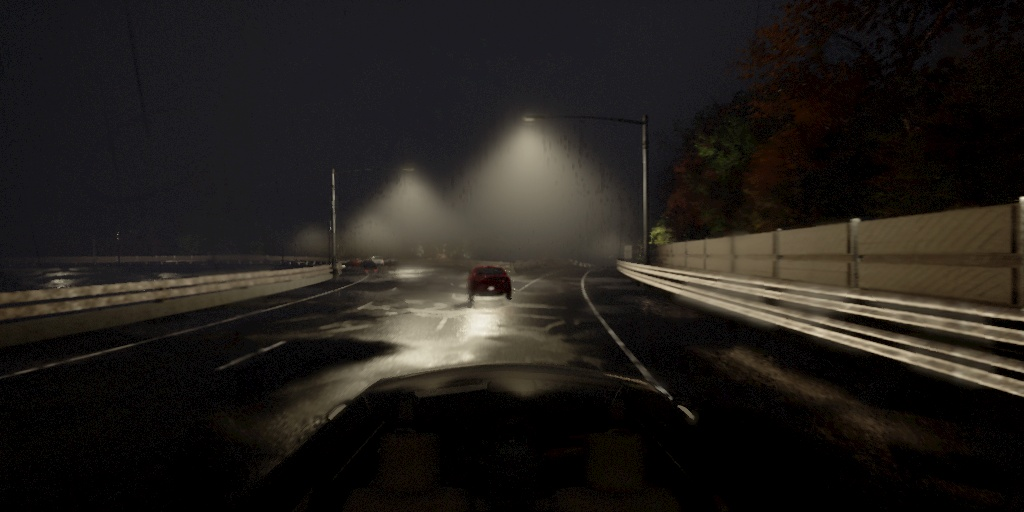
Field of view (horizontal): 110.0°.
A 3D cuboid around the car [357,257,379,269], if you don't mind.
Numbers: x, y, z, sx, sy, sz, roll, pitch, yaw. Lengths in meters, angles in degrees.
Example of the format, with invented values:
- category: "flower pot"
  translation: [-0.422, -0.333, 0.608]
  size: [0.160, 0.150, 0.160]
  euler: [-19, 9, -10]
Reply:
- category: "car"
  translation: [-23.502, 1.378, 58.536]
  size: [1.812, 1.442, 4.674]
  euler: [-1, 0, -32]

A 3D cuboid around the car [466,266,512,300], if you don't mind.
- category: "car"
  translation: [-1.179, 1.205, 17.452]
  size: [1.882, 1.535, 5.008]
  euler: [-1, 0, -8]
